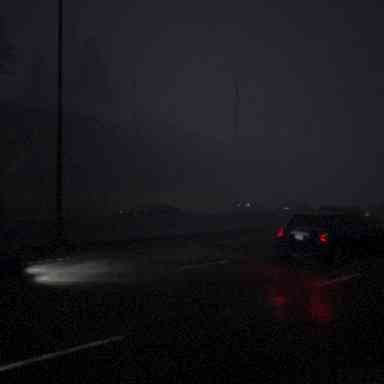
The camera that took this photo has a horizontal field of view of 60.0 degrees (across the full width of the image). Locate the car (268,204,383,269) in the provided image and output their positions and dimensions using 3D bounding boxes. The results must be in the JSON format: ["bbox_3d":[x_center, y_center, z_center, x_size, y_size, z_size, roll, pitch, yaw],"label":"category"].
[{"bbox_3d":[5.101,1.453,11.723,4.553,1.767,2.097,1,0,-36],"label":"car"}]

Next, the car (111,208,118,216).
[{"bbox_3d":[-4.907,1.663,30.639,5.008,1.535,1.882,1,0,-36],"label":"car"}]

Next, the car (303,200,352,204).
[{"bbox_3d":[8.636,1.514,18.578,4.553,1.767,2.097,1,0,-36],"label":"car"}]

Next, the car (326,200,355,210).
[{"bbox_3d":[22.480,1.962,50.282,4.674,1.442,1.812,0,0,-35],"label":"car"}]

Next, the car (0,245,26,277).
[{"bbox_3d":[-6.793,1.569,7.480,5.357,1.411,2.033,1,0,-36],"label":"car"}]

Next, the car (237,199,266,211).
[{"bbox_3d":[8.206,1.686,44.371,4.553,1.767,2.097,0,0,-36],"label":"car"}]

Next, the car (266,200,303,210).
[{"bbox_3d":[9.819,1.613,32.605,4.553,1.767,2.097,0,0,-36],"label":"car"}]

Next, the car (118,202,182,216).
[{"bbox_3d":[-3.182,1.650,27.569,5.008,1.535,1.882,1,-1,-36],"label":"car"}]
